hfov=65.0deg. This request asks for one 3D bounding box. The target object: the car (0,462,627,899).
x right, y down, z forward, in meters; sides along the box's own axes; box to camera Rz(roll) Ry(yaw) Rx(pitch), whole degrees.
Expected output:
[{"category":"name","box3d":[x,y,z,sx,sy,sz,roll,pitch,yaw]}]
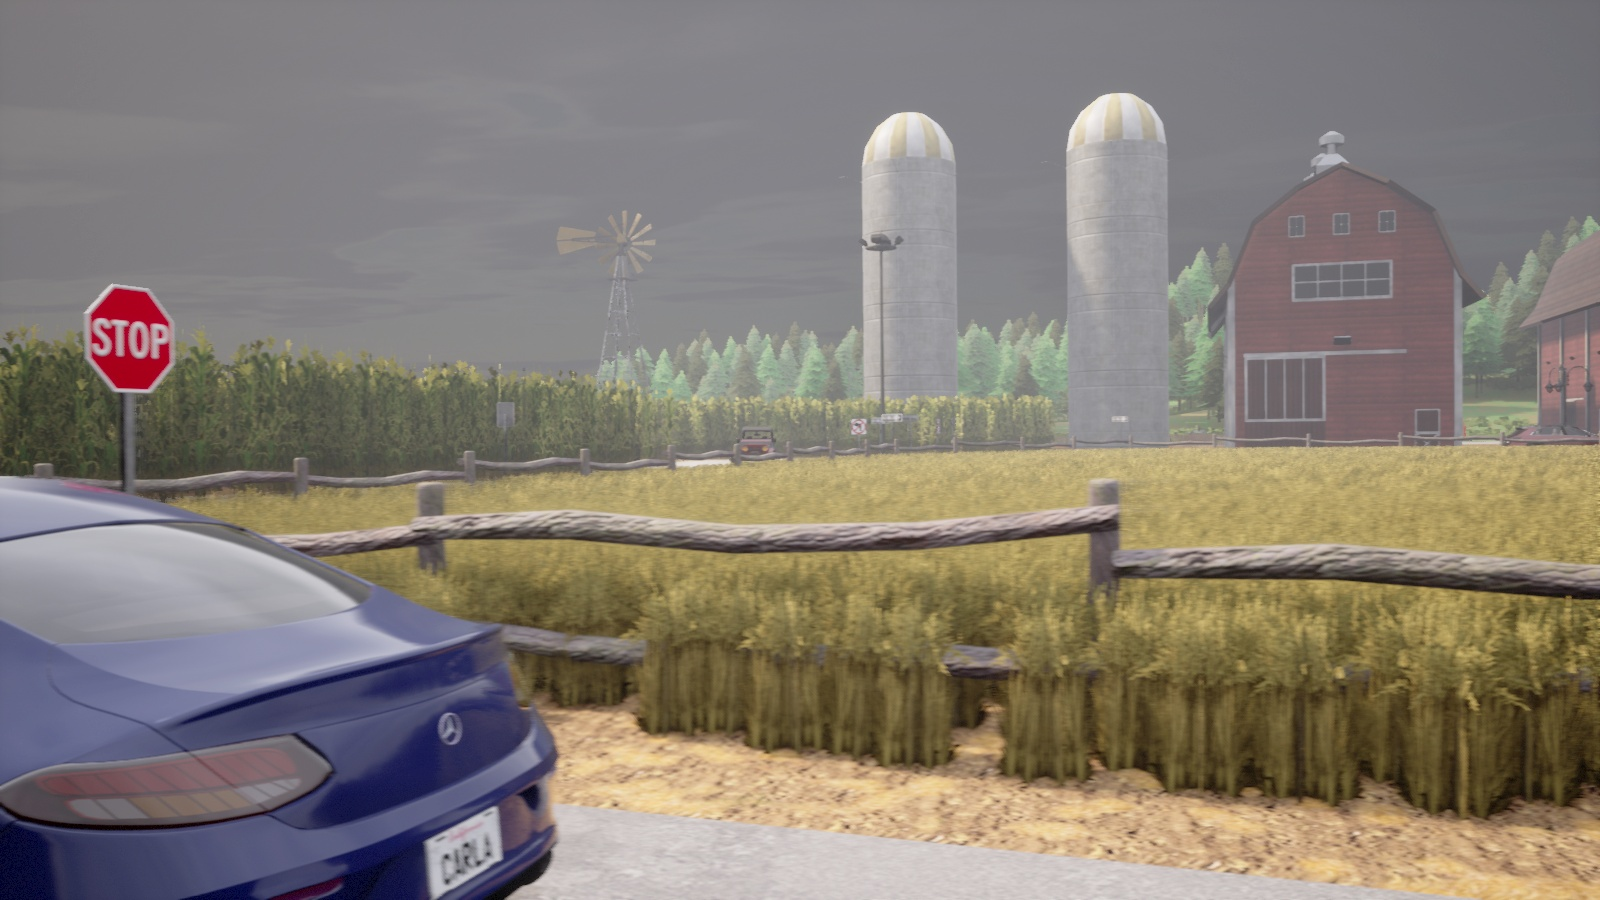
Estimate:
[{"category":"car","box3d":[-3.044,0.780,3.796,4.674,1.442,1.812,1,1,19]}]

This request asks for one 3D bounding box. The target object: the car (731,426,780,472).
[{"category":"car","box3d":[-1.873,-0.067,53.527,1.905,1.878,3.866,0,1,1]}]

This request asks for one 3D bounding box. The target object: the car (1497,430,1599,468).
[{"category":"car","box3d":[34.179,-0.069,56.230,4.856,1.649,2.033,0,1,15]}]
